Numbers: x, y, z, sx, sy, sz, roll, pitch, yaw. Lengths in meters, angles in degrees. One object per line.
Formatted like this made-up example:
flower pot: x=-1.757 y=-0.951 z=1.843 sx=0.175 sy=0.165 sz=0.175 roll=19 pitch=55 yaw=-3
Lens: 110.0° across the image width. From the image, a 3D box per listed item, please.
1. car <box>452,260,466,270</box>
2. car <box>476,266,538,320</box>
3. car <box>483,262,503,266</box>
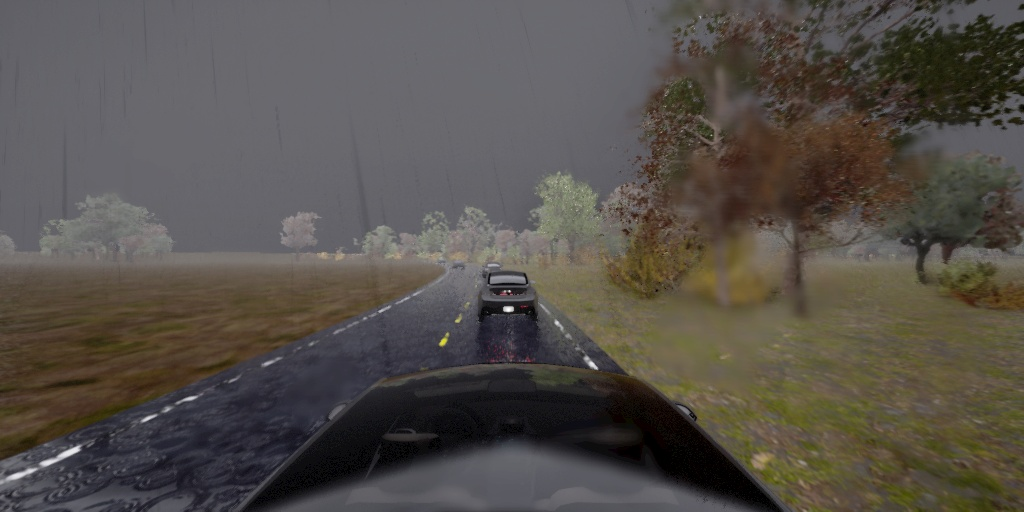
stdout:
car: x=-7.957 y=1.301 z=53.363 sx=2.033 sy=1.411 sz=5.357 roll=0 pitch=0 yaw=-10
car: x=-0.187 y=1.256 z=12.560 sx=1.837 sy=1.490 sz=4.892 roll=0 pitch=0 yaw=-2
car: x=-1.772 y=1.276 z=33.207 sx=1.812 sy=1.442 sz=4.674 roll=0 pitch=0 yaw=-6
